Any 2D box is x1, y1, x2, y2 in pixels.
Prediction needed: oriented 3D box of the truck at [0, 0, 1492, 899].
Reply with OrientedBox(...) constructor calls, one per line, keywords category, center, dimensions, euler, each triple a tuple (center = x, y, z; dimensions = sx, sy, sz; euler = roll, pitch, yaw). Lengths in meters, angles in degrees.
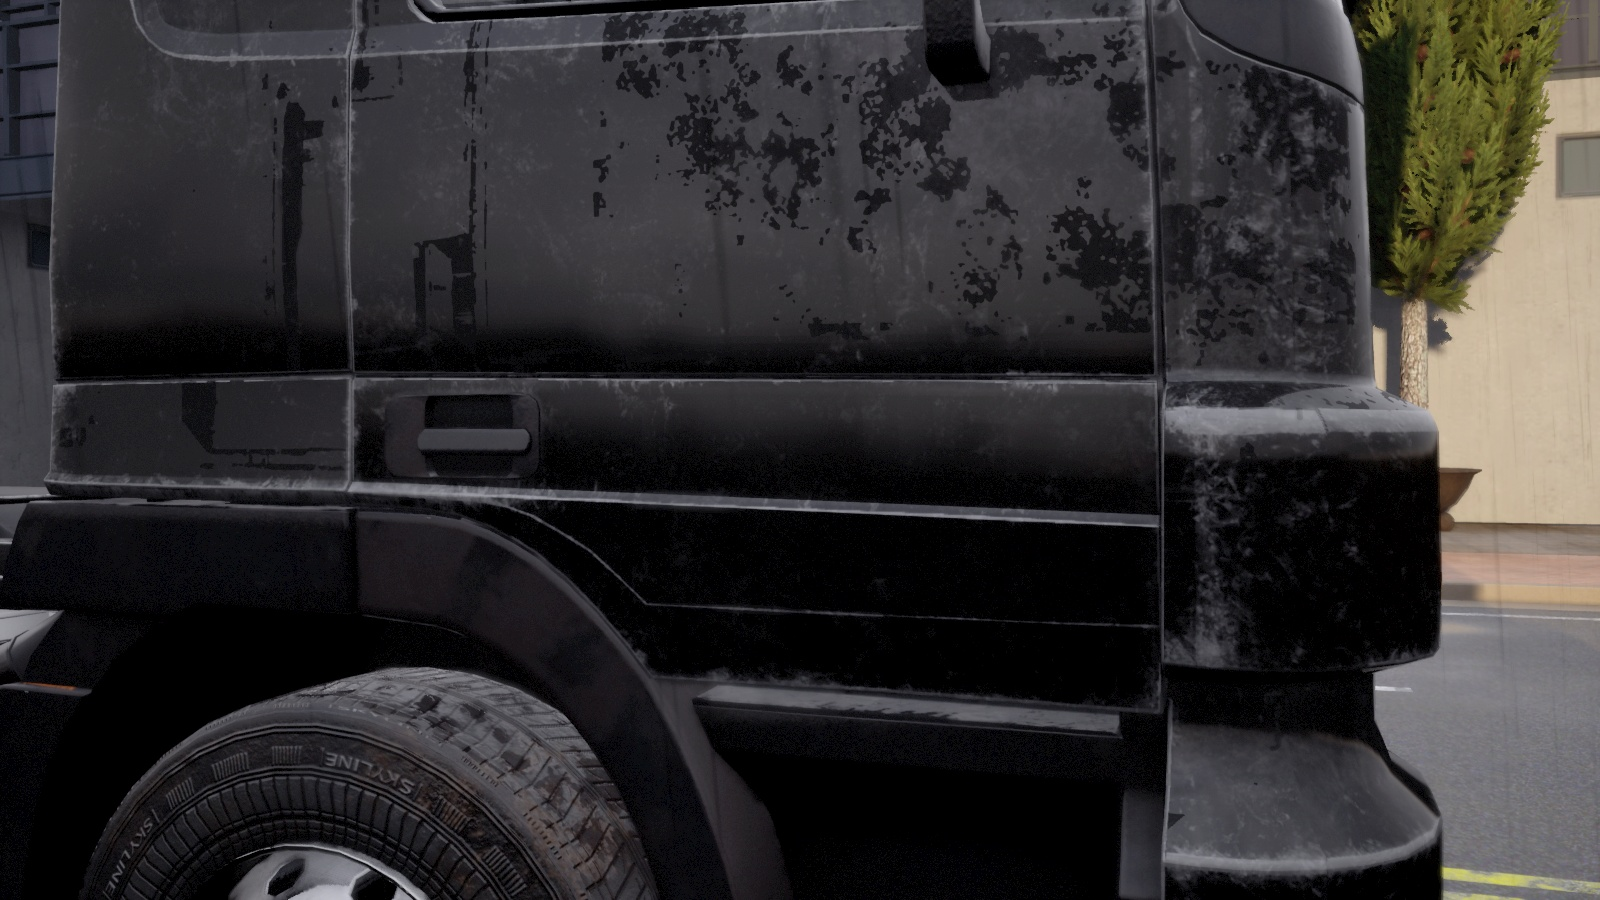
OrientedBox(category="truck", center=(-2.510, -0.230, 4.057), dimensions=(7.936, 3.462, 2.891), euler=(1, 1, 19))
